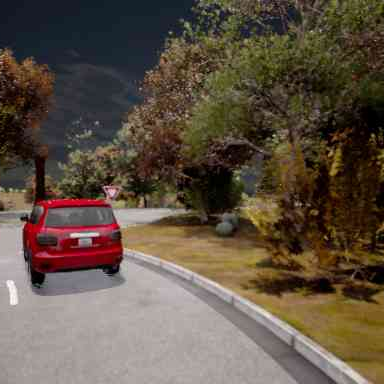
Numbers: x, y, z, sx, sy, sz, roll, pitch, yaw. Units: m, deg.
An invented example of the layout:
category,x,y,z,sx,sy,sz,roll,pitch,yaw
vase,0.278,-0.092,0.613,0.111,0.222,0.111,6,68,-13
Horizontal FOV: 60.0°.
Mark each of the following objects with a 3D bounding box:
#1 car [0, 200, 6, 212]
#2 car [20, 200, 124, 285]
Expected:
category,x,y,z,sx,sy,sz,roll,pitch,yaw
car,-30.459,2.361,51.911,2.150,2.045,5.566,0,-4,-26
car,-3.757,1.241,9.965,2.150,2.045,5.566,0,0,-29
